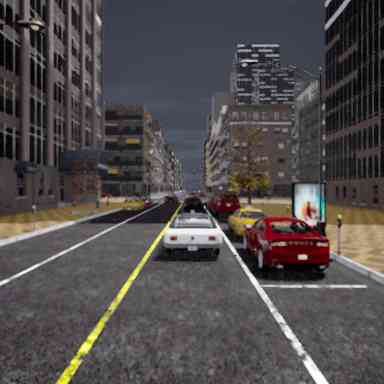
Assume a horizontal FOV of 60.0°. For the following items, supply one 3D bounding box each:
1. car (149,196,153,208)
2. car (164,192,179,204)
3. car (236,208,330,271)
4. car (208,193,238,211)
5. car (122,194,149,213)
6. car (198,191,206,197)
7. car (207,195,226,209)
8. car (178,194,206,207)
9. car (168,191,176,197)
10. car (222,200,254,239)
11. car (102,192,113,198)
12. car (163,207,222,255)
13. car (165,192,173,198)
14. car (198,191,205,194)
[{"bbox_3d":[-5.655,1.023,38.143,1.967,1.590,4.097,1,1,0],"label":"car"},{"bbox_3d":[-3.015,1.021,49.816,1.994,1.385,4.181,0,0,0],"label":"car"},{"bbox_3d":[2.705,1.430,10.342,1.887,1.381,4.507,1,1,0],"label":"car"},{"bbox_3d":[2.718,1.019,27.016,2.192,1.841,5.009,1,1,0],"label":"car"},{"bbox_3d":[-5.660,1.170,32.415,1.752,1.417,4.829,1,1,0],"label":"car"},{"bbox_3d":[2.762,0.435,92.693,1.967,1.590,4.097,1,1,0],"label":"car"},{"bbox_3d":[2.724,1.128,38.138,1.887,1.381,4.507,1,1,0],"label":"car"},{"bbox_3d":[0.066,1.196,28.296,1.837,1.490,4.892,0,1,1],"label":"car"},{"bbox_3d":[-5.620,0.539,92.714,1.887,1.381,4.507,1,1,0],"label":"car"},{"bbox_3d":[2.710,1.348,16.070,1.752,1.417,4.829,1,1,0],"label":"car"},{"bbox_3d":[-17.209,0.577,62.549,4.507,1.381,1.887,1,-1,0],"label":"car"},{"bbox_3d":[0.050,1.461,12.662,1.895,1.301,4.718,0,1,1],"label":"car"},{"bbox_3d":[-5.627,0.640,81.498,1.752,1.417,4.829,1,1,0],"label":"car"},{"bbox_3d":[2.757,0.599,87.171,1.887,1.381,4.507,1,1,0],"label":"car"}]
